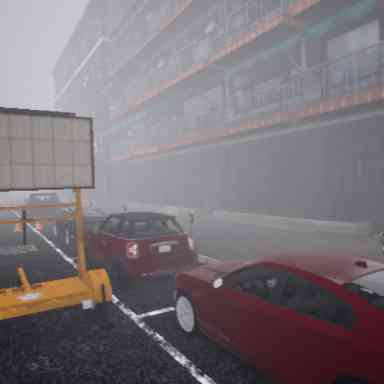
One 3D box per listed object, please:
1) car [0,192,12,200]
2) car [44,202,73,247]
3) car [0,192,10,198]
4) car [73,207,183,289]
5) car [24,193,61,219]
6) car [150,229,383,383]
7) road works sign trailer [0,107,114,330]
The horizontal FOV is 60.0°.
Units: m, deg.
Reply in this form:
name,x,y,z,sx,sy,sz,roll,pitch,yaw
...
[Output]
name,x,y,z,sx,sy,sz,roll,pitch,yaw
car,-37.010,0.731,66.661,1.752,1.417,4.829,-2,2,-31
car,-4.541,1.295,13.646,2.008,1.369,4.403,-2,2,-31
car,-42.808,0.652,76.129,1.887,1.381,4.507,-2,2,-31
car,-1.601,1.232,8.837,1.967,1.590,4.097,-2,2,-31
car,-10.434,0.963,23.253,2.192,1.841,5.009,-2,2,-31
car,1.346,1.383,4.033,1.887,1.381,4.507,-2,2,-31
road works sign trailer,-2.947,0.375,5.814,2.380,3.560,2.880,-3,2,-31
